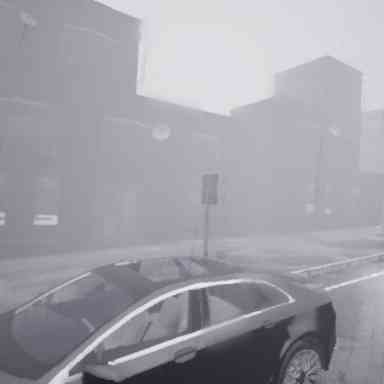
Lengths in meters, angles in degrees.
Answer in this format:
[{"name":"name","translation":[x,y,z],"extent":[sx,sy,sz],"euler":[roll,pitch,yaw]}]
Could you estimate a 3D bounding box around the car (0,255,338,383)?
[{"name":"car","translation":[-0.525,1.497,3.311],"extent":[4.902,1.511,2.128],"euler":[0,0,-36]}]
